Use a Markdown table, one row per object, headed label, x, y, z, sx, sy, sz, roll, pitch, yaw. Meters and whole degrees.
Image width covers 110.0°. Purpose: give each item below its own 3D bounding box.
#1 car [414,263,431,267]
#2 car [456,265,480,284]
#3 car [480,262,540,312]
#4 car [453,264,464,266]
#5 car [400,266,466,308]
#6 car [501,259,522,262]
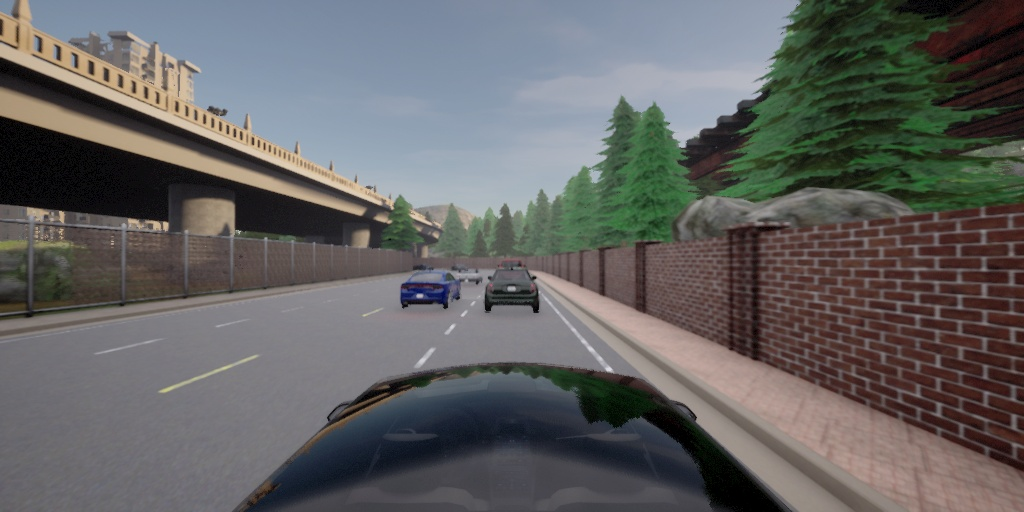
| label | x | y | z | sx | sy | sz | roll | pitch | yaw |
| --- | --- | --- | --- | --- | --- | --- | --- | --- | --- |
| car | -15.616 | 1.991 | 63.491 | 4.181 | 1.385 | 1.994 | -1 | -1 | 36 |
| car | -3.520 | 1.662 | 30.102 | 1.895 | 1.301 | 4.718 | 0 | -1 | 0 |
| car | 0.008 | 1.250 | 15.289 | 2.097 | 1.767 | 4.553 | 0 | -1 | 0 |
| car | -8.864 | 1.960 | 60.646 | 1.994 | 1.385 | 4.181 | 0 | -1 | -28 |
| car | -3.487 | 1.385 | 16.106 | 1.882 | 1.535 | 5.008 | 0 | 0 | 0 |
| car | -0.028 | 1.279 | 29.449 | 2.150 | 2.045 | 5.566 | 0 | 0 | 0 |
